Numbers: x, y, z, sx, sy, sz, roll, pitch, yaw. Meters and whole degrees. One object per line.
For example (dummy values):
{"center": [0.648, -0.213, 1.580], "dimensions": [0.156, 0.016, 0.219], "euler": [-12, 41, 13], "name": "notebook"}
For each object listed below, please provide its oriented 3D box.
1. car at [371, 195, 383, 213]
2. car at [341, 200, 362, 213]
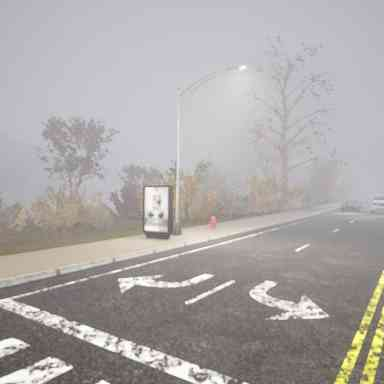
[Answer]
{"center": [21.715, 1.346, 37.802], "dimensions": [2.150, 2.045, 5.566], "euler": [0, 0, 31], "name": "car"}
{"center": [18.940, 1.686, 39.495], "dimensions": [1.994, 1.385, 4.181], "euler": [0, 0, 31], "name": "car"}
